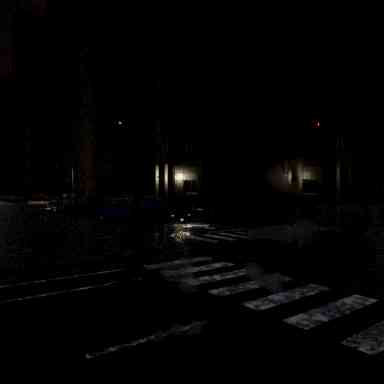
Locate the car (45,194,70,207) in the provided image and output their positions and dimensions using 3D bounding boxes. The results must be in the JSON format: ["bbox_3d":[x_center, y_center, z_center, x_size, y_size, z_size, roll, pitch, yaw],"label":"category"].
[{"bbox_3d":[-20.646,1.496,50.988,1.812,1.442,4.674,0,0,-35],"label":"car"}]

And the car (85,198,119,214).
[{"bbox_3d":[-9.687,1.451,35.533,1.882,1.535,5.008,0,0,-36],"label":"car"}]

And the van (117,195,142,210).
[{"bbox_3d":[-8.249,1.330,43.587,1.690,1.788,3.998,0,0,-36],"label":"van"}]

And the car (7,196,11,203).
[{"bbox_3d":[-35.005,1.403,66.325,1.967,1.590,4.097,0,0,-36],"label":"car"}]

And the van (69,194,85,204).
[{"bbox_3d":[-21.466,1.329,62.055,1.690,1.788,3.998,0,0,-36],"label":"van"}]

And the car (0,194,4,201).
[{"bbox_3d":[-41.614,1.529,75.559,1.947,1.339,4.313,0,0,-36],"label":"car"}]

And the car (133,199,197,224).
[{"bbox_3d":[-2.201,1.530,25.075,2.033,1.411,5.357,0,0,-35],"label":"car"}]

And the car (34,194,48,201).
[{"bbox_3d":[-37.987,1.304,85.140,2.192,1.841,5.009,0,0,-36],"label":"car"}]

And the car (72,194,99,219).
[{"bbox_3d":[-8.572,1.284,29.391,2.192,1.841,5.009,0,0,-36],"label":"car"}]

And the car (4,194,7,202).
[{"bbox_3d":[-38.211,1.488,70.804,1.752,1.417,4.829,0,0,-36],"label":"car"}]

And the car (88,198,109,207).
[{"bbox_3d":[-14.858,1.569,52.820,1.802,1.307,4.206,0,0,-36],"label":"car"}]

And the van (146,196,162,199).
[{"bbox_3d":[-4.945,1.332,38.971,1.690,1.788,3.998,0,0,-36],"label":"van"}]

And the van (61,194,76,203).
[{"bbox_3d":[-24.770,1.329,66.672,1.690,1.788,3.998,0,0,-36],"label":"van"}]

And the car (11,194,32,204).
[{"bbox_3d":[-31.702,1.513,61.708,2.008,1.369,4.403,0,0,-36],"label":"car"}]

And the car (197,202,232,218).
[{"bbox_3d":[1.663,1.549,29.736,2.008,1.369,4.403,0,0,-36],"label":"car"}]

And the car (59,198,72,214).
[{"bbox_3d":[-11.877,1.547,34.007,1.802,1.307,4.206,0,0,-36],"label":"car"}]

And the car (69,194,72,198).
[{"bbox_3d":[-22.317,1.527,58.497,2.033,1.411,5.357,0,0,-36],"label":"car"}]

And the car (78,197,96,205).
[{"bbox_3d":[-18.162,1.569,57.438,1.802,1.307,4.206,0,0,-36],"label":"car"}]

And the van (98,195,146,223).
[{"bbox_3d":[-5.268,1.314,24.774,1.690,1.788,3.998,0,0,-36],"label":"van"}]
